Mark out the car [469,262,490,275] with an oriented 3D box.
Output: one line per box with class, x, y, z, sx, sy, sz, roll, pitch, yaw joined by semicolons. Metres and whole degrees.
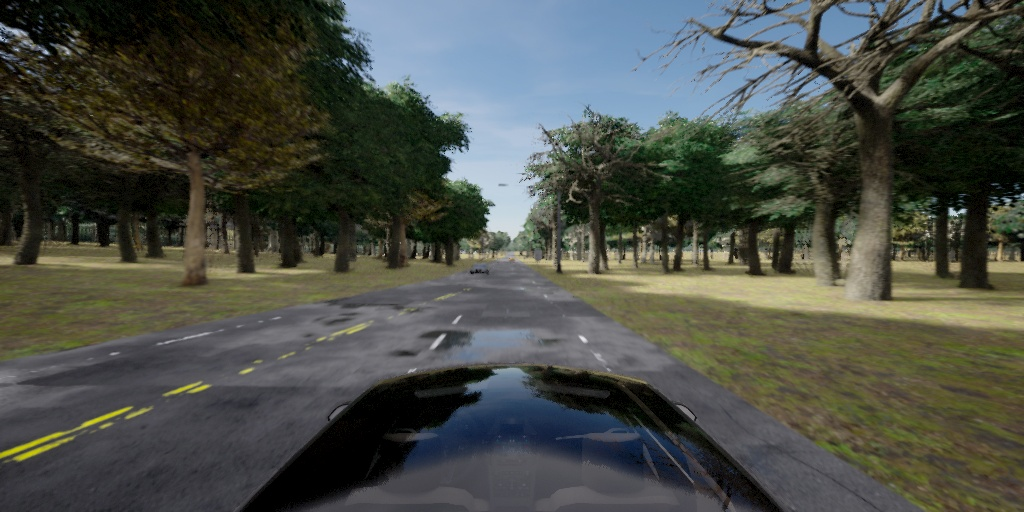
car;-3.545;1.406;40.065;1.994;1.385;4.181;0;0;1
